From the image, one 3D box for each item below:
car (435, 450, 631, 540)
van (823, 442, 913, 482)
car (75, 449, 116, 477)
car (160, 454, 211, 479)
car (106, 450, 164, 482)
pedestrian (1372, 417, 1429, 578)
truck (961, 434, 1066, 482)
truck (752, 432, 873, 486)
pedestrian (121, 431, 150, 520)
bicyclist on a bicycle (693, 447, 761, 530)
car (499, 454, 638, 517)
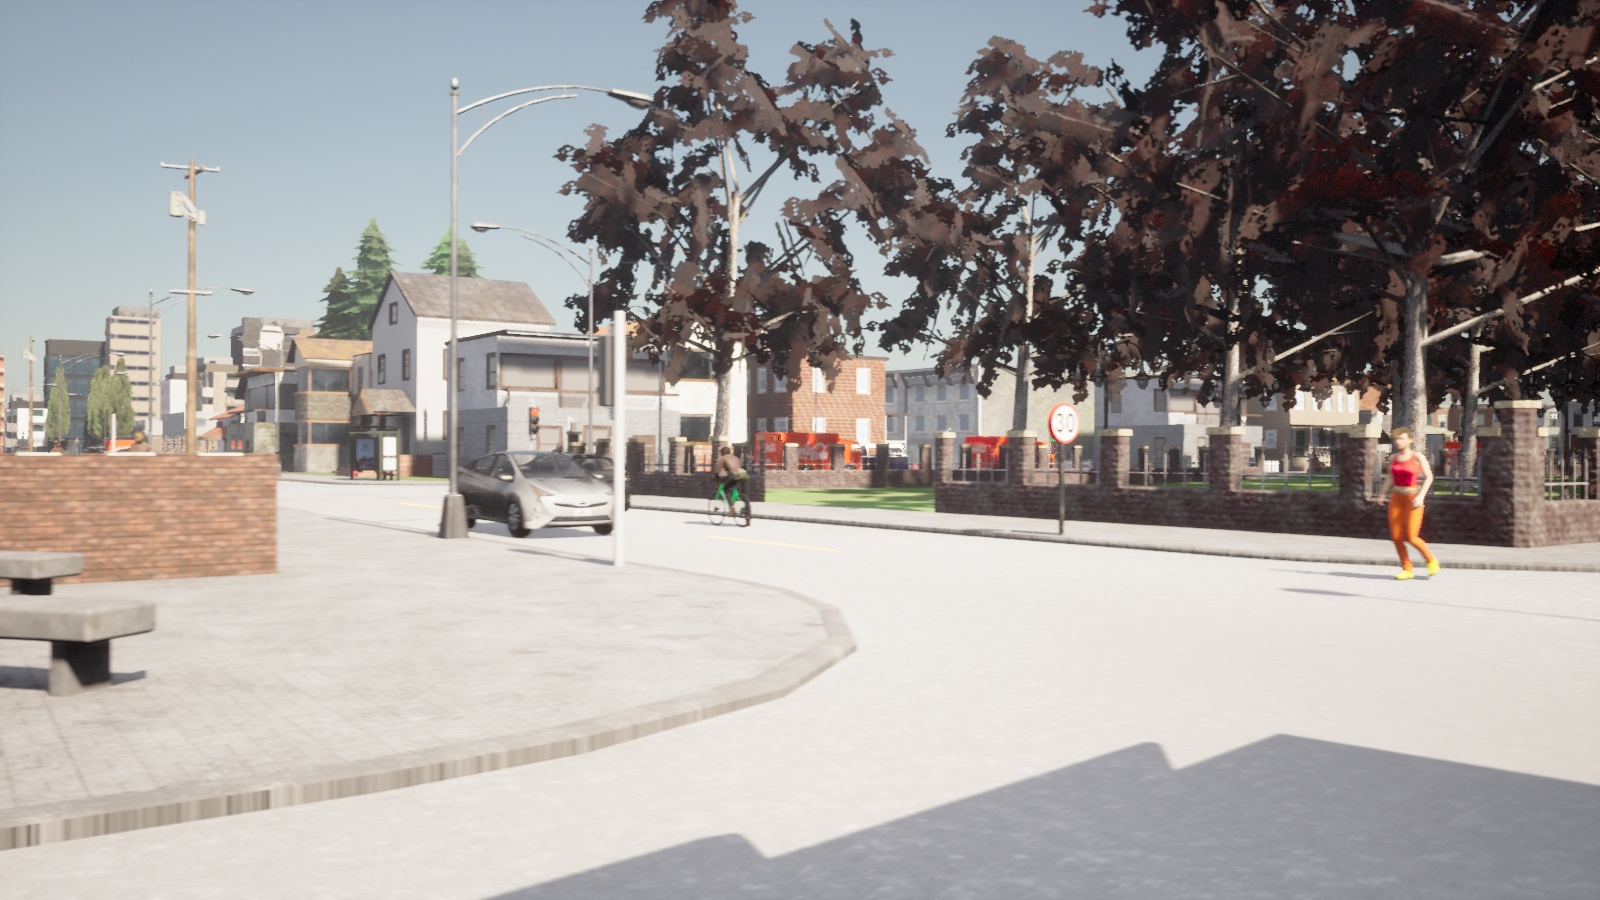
[{"bbox_3d":[-5.118,0.762,23.599,2.007,1.525,4.514,0,0,-35],"label":"car"},{"bbox_3d":[3.633,0.633,66.861,4.480,2.038,2.069,0,0,-35],"label":"van"},{"bbox_3d":[-47.451,0.871,84.510,1.932,1.855,4.605,0,0,-35],"label":"car"},{"bbox_3d":[-38.488,1.022,78.627,2.163,1.488,4.792,0,0,-35],"label":"car"},{"bbox_3d":[-36.179,0.836,68.293,2.242,1.667,4.611,0,0,-35],"label":"car"},{"bbox_3d":[7.027,0.545,14.696,0.594,1.836,0.345,0,0,-35],"label":"pedestrian"},{"bbox_3d":[11.481,0.410,67.480,5.204,2.467,2.627,0,0,-36],"label":"truck"},{"bbox_3d":[0.614,0.407,59.875,5.204,2.467,2.627,0,0,-36],"label":"truck"},{"bbox_3d":[-14.027,0.531,26.513,0.331,1.846,0.634,0,0,-6],"label":"pedestrian"},{"bbox_3d":[-1.498,0.766,25.469,0.582,1.620,1.656,0,0,-36],"label":"bicyclist on a bicycle"},{"bbox_3d":[-5.937,0.852,31.892,1.816,1.474,4.193,0,0,-36],"label":"car"}]
